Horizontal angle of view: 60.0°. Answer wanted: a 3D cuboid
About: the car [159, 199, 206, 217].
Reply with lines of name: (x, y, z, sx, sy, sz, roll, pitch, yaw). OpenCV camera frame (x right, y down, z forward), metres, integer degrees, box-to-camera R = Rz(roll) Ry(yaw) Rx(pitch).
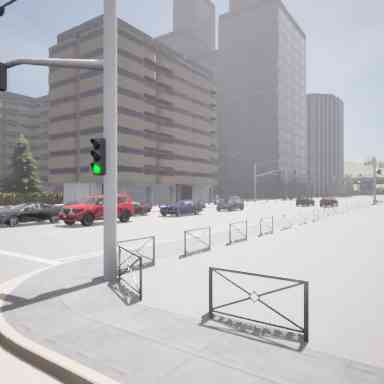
car: (-1.006, 1.601, 31.569, 1.895, 1.301, 4.718, 0, 0, 35)

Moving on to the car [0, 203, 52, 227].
car: (-11.213, 1.492, 22.925, 2.128, 1.511, 4.902, 0, 0, 35)

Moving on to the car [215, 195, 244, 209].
car: (5.385, 1.352, 46.938, 2.097, 1.767, 4.553, 0, 0, 35)

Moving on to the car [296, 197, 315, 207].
car: (17.950, 1.478, 52.546, 1.882, 1.535, 5.008, 0, 0, 35)

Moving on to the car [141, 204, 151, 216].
car: (-5.953, 1.601, 30.557, 1.895, 1.301, 4.718, 0, 0, 35)

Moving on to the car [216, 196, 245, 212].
car: (4.679, 1.526, 39.790, 1.812, 1.442, 4.674, 0, 0, 35)

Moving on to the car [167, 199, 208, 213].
car: (-0.407, 1.547, 38.601, 2.033, 1.411, 5.357, 0, 0, 35)

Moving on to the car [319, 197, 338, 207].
car: (20.874, 1.478, 50.652, 1.882, 1.535, 5.008, 0, 0, 35)

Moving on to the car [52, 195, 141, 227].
car: (-6.550, 1.221, 23.524, 2.150, 2.045, 5.566, 0, 0, 35)
